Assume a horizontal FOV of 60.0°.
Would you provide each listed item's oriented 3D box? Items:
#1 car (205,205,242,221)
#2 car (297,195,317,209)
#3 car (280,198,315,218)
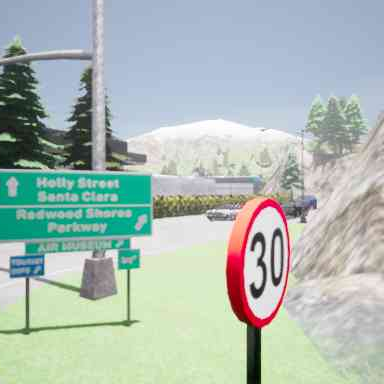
[{"bbox_3d":[3.100,1.795,29.150,1.895,1.301,4.718,0,0,36],"label":"car"},{"bbox_3d":[15.787,1.405,46.544,2.150,2.045,5.566,0,0,36],"label":"car"},{"bbox_3d":[9.808,1.685,32.123,2.128,1.511,4.902,0,0,36],"label":"car"}]
